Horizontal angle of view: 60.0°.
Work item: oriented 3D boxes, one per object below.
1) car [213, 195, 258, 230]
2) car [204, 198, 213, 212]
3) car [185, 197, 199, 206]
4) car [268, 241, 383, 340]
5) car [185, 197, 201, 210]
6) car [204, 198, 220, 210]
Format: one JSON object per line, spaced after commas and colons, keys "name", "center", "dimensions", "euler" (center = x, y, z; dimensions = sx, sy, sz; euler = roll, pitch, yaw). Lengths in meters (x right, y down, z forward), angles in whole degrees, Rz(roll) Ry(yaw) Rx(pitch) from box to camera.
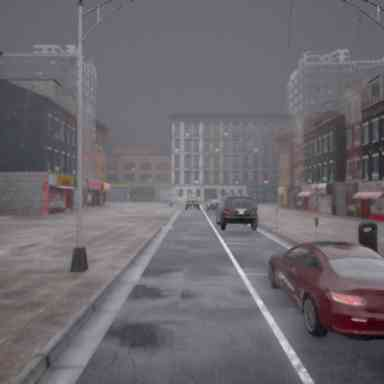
{"name": "car", "center": [2.751, 1.230, 21.229], "dimensions": [2.150, 2.045, 5.566], "euler": [0, 0, 0]}
{"name": "car", "center": [2.645, 1.461, 39.383], "dimensions": [1.967, 1.590, 4.097], "euler": [0, 0, 0]}
{"name": "car", "center": [-0.061, 1.532, 54.909], "dimensions": [2.128, 1.511, 4.902], "euler": [0, 0, -3]}
{"name": "car", "center": [2.645, 1.582, 6.361], "dimensions": [1.802, 1.307, 4.206], "euler": [0, 0, 0]}
{"name": "car", "center": [0.073, 1.531, 44.521], "dimensions": [1.837, 1.490, 4.892], "euler": [0, 0, 0]}
{"name": "car", "center": [2.644, 1.578, 44.886], "dimensions": [2.008, 1.369, 4.403], "euler": [0, 0, 0]}
